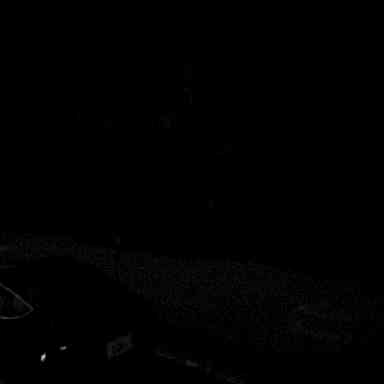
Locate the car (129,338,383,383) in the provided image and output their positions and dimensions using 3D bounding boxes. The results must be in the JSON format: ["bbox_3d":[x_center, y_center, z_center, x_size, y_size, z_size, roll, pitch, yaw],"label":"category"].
[{"bbox_3d":[1.985,1.563,1.387,4.313,1.339,1.947,0,0,36],"label":"car"}]

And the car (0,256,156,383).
[{"bbox_3d":[-2.413,1.581,4.543,4.313,1.339,1.947,0,0,36],"label":"car"}]
